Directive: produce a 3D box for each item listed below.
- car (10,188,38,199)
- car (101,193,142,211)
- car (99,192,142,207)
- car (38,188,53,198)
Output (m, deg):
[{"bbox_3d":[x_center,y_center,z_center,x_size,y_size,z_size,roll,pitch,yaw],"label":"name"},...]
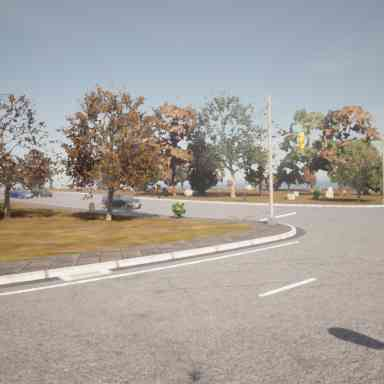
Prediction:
[{"bbox_3d":[-24.756,0.234,48.307,4.674,1.442,1.812,3,3,39],"label":"car"},{"bbox_3d":[-7.218,1.049,34.133,4.674,1.442,1.812,2,3,39],"label":"car"},{"bbox_3d":[-8.617,0.845,39.745,5.357,1.411,2.033,2,3,39],"label":"car"},{"bbox_3d":[-23.609,0.094,51.886,4.892,1.490,1.837,3,4,38],"label":"car"}]
